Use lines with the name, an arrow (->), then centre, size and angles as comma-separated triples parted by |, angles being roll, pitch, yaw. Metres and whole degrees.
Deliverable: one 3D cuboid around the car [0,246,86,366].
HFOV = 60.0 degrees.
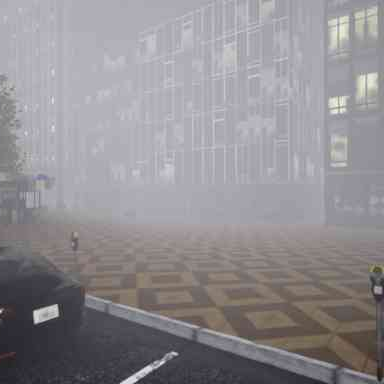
car -> -3.523, 1.566, 5.383 | 4.313, 1.339, 1.947 | 0, 0, 35
